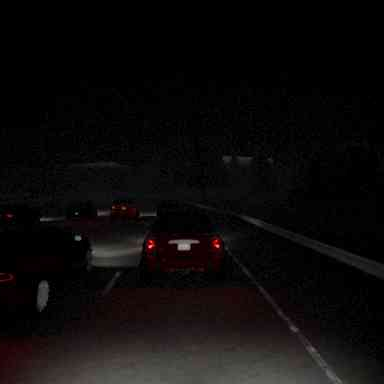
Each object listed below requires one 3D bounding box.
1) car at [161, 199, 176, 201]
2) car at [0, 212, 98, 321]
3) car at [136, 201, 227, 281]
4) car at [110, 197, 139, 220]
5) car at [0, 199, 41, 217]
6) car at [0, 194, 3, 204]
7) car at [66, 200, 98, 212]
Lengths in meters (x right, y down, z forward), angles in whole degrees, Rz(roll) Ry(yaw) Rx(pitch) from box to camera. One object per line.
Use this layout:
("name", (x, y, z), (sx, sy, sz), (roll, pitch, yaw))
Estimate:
("car", (-1.961, 1.395, 27.762), (1.837, 1.490, 4.892), (0, 0, -8))
("car", (-3.670, 1.453, 7.360), (1.882, 1.535, 5.008), (0, 1, -2))
("car", (-0.291, 1.310, 9.966), (2.097, 1.767, 4.553), (0, 0, -3))
("car", (-5.439, 1.249, 27.266), (2.097, 1.767, 4.553), (0, 0, -8))
("car", (-11.830, 1.474, 22.398), (2.033, 1.411, 5.357), (0, 0, -7))
("car", (-33.108, 1.182, 55.275), (2.097, 1.767, 4.553), (0, 0, -17))
("car", (-8.985, 1.393, 27.405), (2.128, 1.511, 4.902), (0, 0, -8))
